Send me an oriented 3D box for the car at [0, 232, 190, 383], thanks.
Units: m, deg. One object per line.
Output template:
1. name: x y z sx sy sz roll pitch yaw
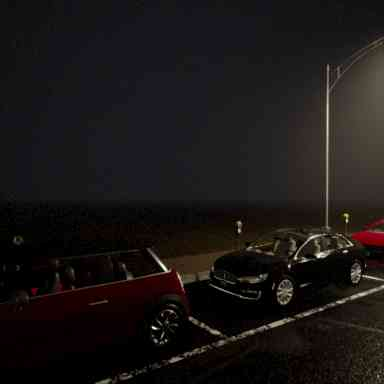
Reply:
1. car: -2.111 1.440 4.581 4.097 1.590 1.967 0 1 -35

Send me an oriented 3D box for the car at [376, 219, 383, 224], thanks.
1. car: 6.902 1.547 11.012 4.507 1.381 1.887 0 1 -35

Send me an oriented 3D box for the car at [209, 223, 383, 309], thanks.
1. car: 2.395 1.552 7.797 4.403 1.369 2.008 0 1 -35
